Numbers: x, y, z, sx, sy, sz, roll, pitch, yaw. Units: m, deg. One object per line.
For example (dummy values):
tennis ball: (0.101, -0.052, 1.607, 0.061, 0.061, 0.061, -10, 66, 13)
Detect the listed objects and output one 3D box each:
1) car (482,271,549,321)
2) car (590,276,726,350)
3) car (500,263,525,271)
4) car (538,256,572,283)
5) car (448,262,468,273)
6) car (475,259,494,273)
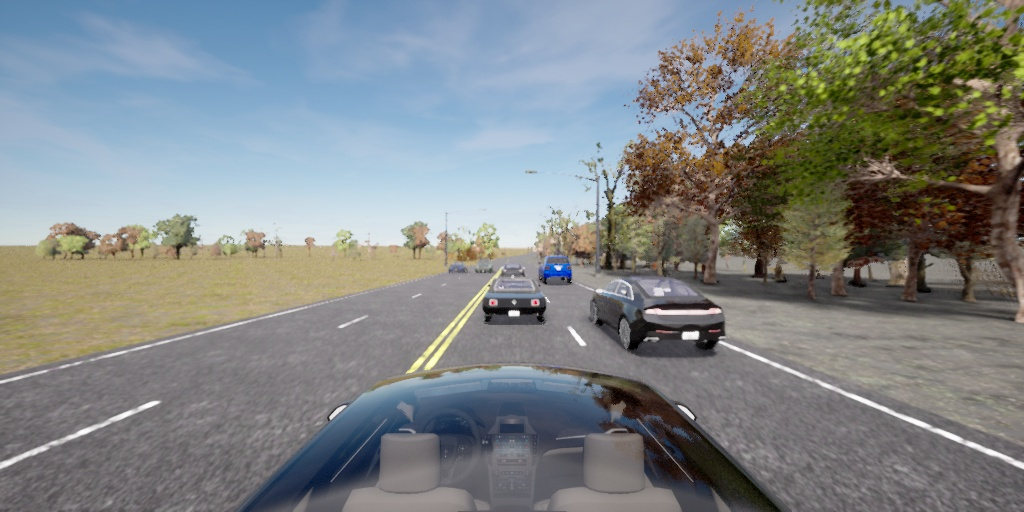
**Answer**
car: (0.073, 1.380, 12.574, 1.895, 1.301, 4.718, 0, 0, 0)
car: (3.310, 1.257, 9.084, 2.128, 1.511, 4.902, -1, 0, 0)
car: (0.066, 1.308, 29.202, 2.128, 1.511, 4.902, 0, 0, 0)
car: (3.314, 1.025, 28.259, 2.150, 2.045, 5.566, -1, 0, 0)
car: (-6.619, 1.405, 44.169, 1.994, 1.385, 4.181, 0, 0, 0)
car: (-3.369, 1.192, 44.016, 2.097, 1.767, 4.553, 0, 0, 0)
